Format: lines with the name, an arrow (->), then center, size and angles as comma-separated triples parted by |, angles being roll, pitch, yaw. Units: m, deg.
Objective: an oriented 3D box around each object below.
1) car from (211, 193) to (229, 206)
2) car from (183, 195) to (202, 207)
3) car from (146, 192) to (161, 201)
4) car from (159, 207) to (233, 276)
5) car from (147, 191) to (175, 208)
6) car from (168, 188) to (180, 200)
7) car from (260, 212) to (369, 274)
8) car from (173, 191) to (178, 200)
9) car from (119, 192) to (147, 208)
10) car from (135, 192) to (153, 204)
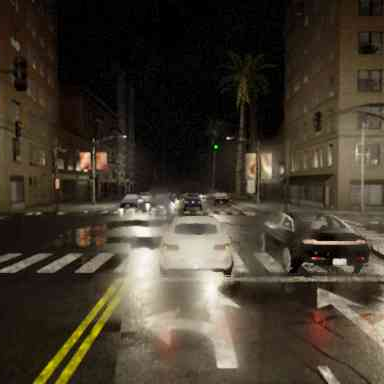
car -> 3.343, 0.874, 39.680 | 2.128, 1.511, 4.902 | 0, 1, 0
car -> 0.095, 1.012, 34.436 | 2.033, 1.411, 5.357 | 0, 1, 0
car -> -6.511, 0.683, 56.178 | 1.994, 1.385, 4.181 | 0, 1, 0
car -> 0.099, 1.377, 9.726 | 1.812, 1.442, 4.674 | 0, 1, 0
car -> -3.352, 0.974, 36.855 | 2.033, 1.411, 5.357 | 0, 1, 0
car -> -3.261, 0.323, 57.215 | 2.150, 2.045, 5.566 | 0, 1, 0
car -> 3.350, 1.338, 9.964 | 2.128, 1.511, 4.902 | 0, 1, 0
car -> -3.307, 0.877, 46.446 | 1.895, 1.301, 4.718 | 0, 1, 0
car -> -6.602, 0.974, 36.856 | 2.033, 1.411, 5.357 | 0, 1, 0
car -> -6.568, 0.805, 46.267 | 1.812, 1.442, 4.674 | 0, 1, 0
